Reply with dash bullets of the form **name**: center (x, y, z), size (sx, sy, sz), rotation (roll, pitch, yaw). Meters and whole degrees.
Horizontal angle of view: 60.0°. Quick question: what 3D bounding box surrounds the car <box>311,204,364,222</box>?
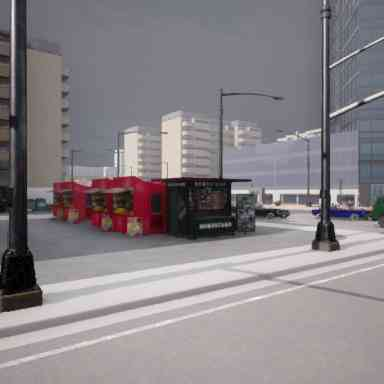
- **car**: center (12.532, 1.701, 27.766), size (1.895, 1.301, 4.718), rotation (0, -1, -36)

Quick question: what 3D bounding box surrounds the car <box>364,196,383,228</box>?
- **car**: center (13.664, 1.261, 19.808), size (2.150, 2.045, 5.566), rotation (0, 0, -29)

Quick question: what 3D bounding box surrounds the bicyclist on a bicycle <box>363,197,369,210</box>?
- **bicyclist on a bicycle**: center (22.232, 1.466, 42.453), size (1.656, 1.620, 0.582), rotation (0, 0, -36)

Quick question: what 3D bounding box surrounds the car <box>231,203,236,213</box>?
- **car**: center (3.706, 1.790, 39.935), size (1.837, 1.490, 4.892), rotation (0, 0, -36)

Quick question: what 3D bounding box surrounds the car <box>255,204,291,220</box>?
- **car**: center (6.531, 1.756, 30.088), size (1.895, 1.301, 4.718), rotation (0, -1, -36)
